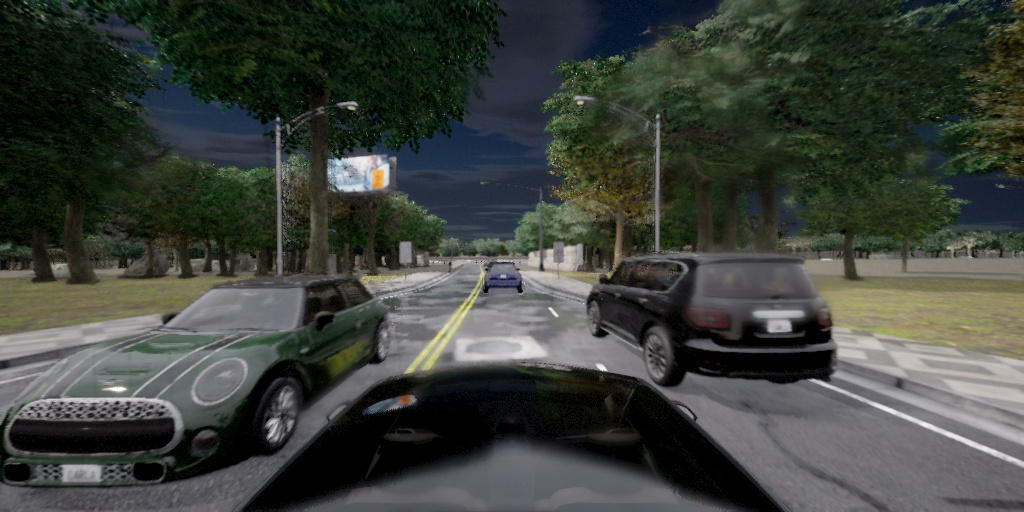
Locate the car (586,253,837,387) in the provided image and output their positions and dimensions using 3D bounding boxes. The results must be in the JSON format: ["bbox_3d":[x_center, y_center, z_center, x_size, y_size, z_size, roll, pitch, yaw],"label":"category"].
[{"bbox_3d":[3.148,0.969,7.129,2.150,2.045,5.566,0,0,-4],"label":"car"}]

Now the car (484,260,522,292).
[{"bbox_3d":[-0.576,1.132,21.465,2.097,1.767,4.553,0,0,-3],"label":"car"}]

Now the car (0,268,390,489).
[{"bbox_3d":[-3.392,1.107,5.049,2.097,1.767,4.553,0,0,-1],"label":"car"}]

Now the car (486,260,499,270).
[{"bbox_3d":[-3.057,1.383,56.460,1.837,1.490,4.892,0,0,-5],"label":"car"}]
